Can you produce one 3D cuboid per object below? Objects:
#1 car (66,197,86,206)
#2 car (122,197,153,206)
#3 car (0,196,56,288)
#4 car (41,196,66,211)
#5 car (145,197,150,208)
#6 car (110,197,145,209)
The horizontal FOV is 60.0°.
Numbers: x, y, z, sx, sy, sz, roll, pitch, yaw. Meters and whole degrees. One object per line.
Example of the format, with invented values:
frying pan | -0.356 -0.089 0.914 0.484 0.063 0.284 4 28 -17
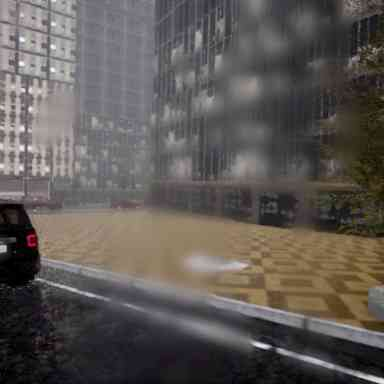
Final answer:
car | -18.667 1.499 51.354 4.403 1.369 2.008 1 1 -34
car | -9.412 1.587 57.604 4.829 1.417 1.752 1 1 -34
car | -5.852 1.170 7.910 5.566 2.045 2.150 0 0 36
car | -18.950 1.448 41.647 5.009 1.841 2.192 1 1 -34
car | -4.859 1.620 51.166 5.009 1.841 2.192 1 1 -34
car | -9.562 1.793 47.998 4.507 1.381 1.887 1 1 -34
